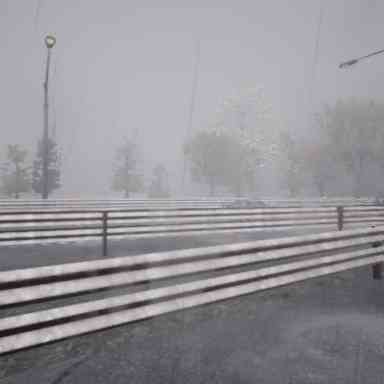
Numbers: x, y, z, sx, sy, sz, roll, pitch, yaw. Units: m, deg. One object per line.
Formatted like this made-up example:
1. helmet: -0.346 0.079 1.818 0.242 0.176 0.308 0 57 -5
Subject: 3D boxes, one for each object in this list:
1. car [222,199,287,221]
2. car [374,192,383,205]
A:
1. car: 4.312 1.232 22.777 4.902 1.511 2.128 0 0 -25
2. car: 21.234 1.007 34.096 5.566 2.045 2.150 0 0 -23
